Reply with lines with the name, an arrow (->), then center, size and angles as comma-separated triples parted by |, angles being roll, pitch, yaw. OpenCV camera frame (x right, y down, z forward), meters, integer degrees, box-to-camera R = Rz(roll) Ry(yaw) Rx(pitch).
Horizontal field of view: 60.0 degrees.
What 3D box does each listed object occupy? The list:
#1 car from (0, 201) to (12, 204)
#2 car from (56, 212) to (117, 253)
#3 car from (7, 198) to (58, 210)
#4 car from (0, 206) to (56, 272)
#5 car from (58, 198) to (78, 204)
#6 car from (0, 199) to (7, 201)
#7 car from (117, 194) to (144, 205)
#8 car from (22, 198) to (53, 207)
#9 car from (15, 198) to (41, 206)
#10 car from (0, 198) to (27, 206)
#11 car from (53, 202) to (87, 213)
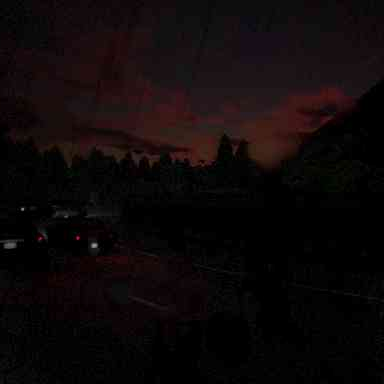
car -> -18.173, 1.852, 29.474 | 1.837, 1.490, 4.892 | -1, 0, -8
car -> -5.068, 1.793, 14.695 | 1.895, 1.301, 4.718 | 1, -1, -35
car -> -15.094, 1.590, 31.861 | 2.150, 2.045, 5.566 | -1, 0, -5
car -> -6.234, 1.486, 10.576 | 2.097, 1.767, 4.553 | 1, -1, -40
car -> -25.005, 1.923, 65.855 | 2.033, 1.411, 5.357 | 0, 0, 27
car -> -30.771, 1.888, 51.454 | 2.128, 1.511, 4.902 | 0, 0, 15
car -> -12.705, 1.500, 66.875 | 2.150, 2.045, 5.566 | 0, 0, 27
car -> -29.757, 1.960, 64.147 | 2.033, 1.411, 5.357 | 0, 0, 24
car -> -32.620, 1.956, 66.253 | 1.812, 1.442, 4.674 | 0, 0, 24
car -> -36.077, 1.950, 67.155 | 1.837, 1.490, 4.892 | 0, 0, 24
car -> -11.585, 1.986, 32.428 | 1.895, 1.301, 4.718 | 0, 0, -5
